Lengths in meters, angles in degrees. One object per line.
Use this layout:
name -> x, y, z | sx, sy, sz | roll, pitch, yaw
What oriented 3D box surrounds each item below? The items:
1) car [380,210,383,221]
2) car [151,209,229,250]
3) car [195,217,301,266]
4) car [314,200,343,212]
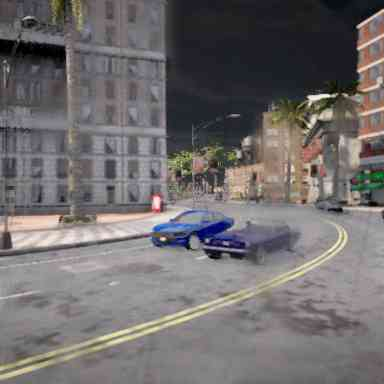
car -> 15.725, 1.613, 25.029 | 1.994, 1.385, 4.181 | -1, 0, 14
car -> 0.220, 1.578, 15.123 | 1.882, 1.535, 5.008 | -1, 0, 33
car -> 2.344, 1.666, 12.121 | 1.895, 1.301, 4.718 | -1, 0, 36
car -> 16.739, 1.709, 41.084 | 1.994, 1.385, 4.181 | 0, 0, -5
